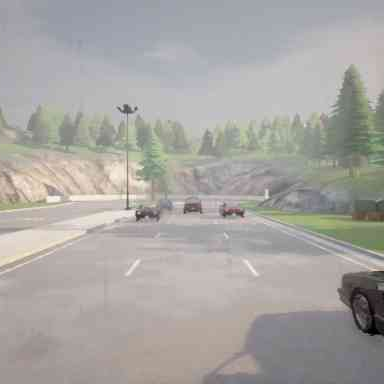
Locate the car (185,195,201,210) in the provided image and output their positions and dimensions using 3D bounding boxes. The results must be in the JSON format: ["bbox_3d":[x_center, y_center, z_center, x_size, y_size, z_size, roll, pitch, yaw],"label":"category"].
[{"bbox_3d":[0.198,1.352,44.553,2.097,1.767,4.553,0,0,1],"label":"car"}]

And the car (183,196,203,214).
[{"bbox_3d":[0.097,1.478,35.323,1.882,1.535,5.008,0,0,0],"label":"car"}]

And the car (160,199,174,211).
[{"bbox_3d":[-3.364,1.547,41.324,2.033,1.411,5.357,0,0,1],"label":"car"}]

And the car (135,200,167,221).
[{"bbox_3d":[-3.397,1.601,27.408,1.895,1.301,4.718,0,0,0],"label":"car"}]

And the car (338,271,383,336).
[{"bbox_3d":[3.600,1.547,3.660,2.033,1.411,5.357,0,0,0],"label":"car"}]

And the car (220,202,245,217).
[{"bbox_3d":[3.603,1.601,30.788,1.895,1.301,4.718,0,0,0],"label":"car"}]
